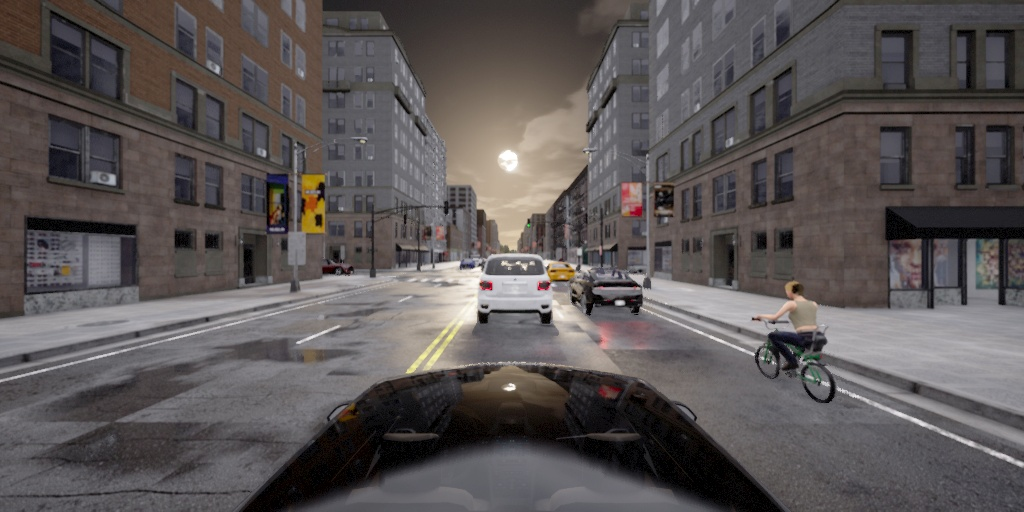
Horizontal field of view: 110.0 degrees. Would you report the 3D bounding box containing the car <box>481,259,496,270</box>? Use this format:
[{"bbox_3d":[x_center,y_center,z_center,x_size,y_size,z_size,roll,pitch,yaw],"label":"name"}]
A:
[{"bbox_3d":[-3.379,1.213,52.782,1.994,1.385,4.181,0,0,0],"label":"car"}]

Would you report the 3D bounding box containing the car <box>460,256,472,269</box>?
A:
[{"bbox_3d":[-6.635,1.125,53.796,1.882,1.535,5.008,0,0,0],"label":"car"}]

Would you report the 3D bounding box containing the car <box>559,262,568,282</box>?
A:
[{"bbox_3d":[3.283,1.178,25.618,1.882,1.535,5.008,0,0,0],"label":"car"}]

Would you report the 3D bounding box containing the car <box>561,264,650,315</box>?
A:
[{"bbox_3d":[3.336,1.217,13.486,2.128,1.511,4.902,0,0,0],"label":"car"}]

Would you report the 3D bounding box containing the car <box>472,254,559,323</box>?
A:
[{"bbox_3d":[0.091,0.949,12.179,2.150,2.045,5.566,0,0,0],"label":"car"}]

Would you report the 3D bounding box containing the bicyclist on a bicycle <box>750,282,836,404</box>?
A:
[{"bbox_3d":[4.127,1.179,5.315,0.866,1.612,1.509,0,0,0],"label":"bicyclist on a bicycle"}]

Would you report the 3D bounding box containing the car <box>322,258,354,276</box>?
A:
[{"bbox_3d":[-18.131,1.011,35.550,4.553,1.767,2.097,0,0,0],"label":"car"}]
